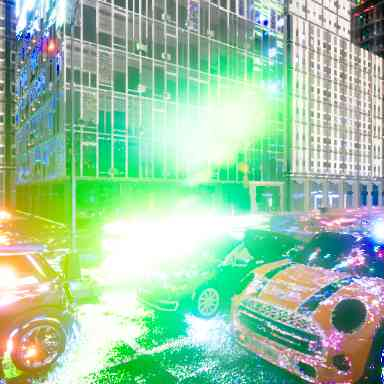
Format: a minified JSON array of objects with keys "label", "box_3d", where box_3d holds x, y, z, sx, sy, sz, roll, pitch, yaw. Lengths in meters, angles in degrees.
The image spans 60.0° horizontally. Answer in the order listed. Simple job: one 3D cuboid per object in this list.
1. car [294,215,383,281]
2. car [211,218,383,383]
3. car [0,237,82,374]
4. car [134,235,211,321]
[{"label":"car","box_3d":[5.419,1.546,10.393,4.507,1.381,1.887,0,0,-35]},{"label":"car","box_3d":[2.776,1.352,5.341,4.553,1.767,2.097,0,0,-35]},{"label":"car","box_3d":[-3.604,1.440,3.991,4.097,1.590,1.967,0,0,-35]},{"label":"car","box_3d":[0.907,1.551,7.192,4.403,1.369,2.008,0,0,-35]}]
